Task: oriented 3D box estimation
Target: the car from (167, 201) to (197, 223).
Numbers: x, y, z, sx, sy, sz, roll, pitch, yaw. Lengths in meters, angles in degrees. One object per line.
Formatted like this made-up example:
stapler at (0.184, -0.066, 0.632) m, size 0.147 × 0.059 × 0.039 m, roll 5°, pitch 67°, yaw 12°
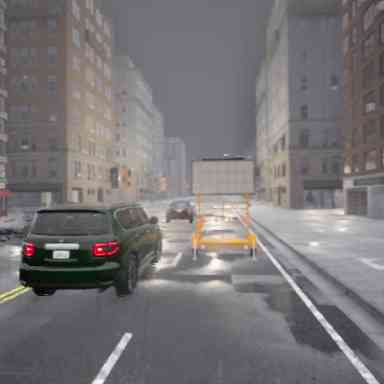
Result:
car at (-0.789, 1.488, 27.074) m, size 2.097 × 1.767 × 4.553 m, roll -1°, pitch 0°, yaw 5°

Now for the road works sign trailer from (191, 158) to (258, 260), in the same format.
road works sign trailer at (1.192, 0.512, 12.669) m, size 2.380 × 3.560 × 2.880 m, roll -1°, pitch 0°, yaw 5°

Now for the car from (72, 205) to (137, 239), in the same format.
car at (-4.872, 1.635, 19.422) m, size 2.128 × 1.511 × 4.902 m, roll -1°, pitch 0°, yaw 5°

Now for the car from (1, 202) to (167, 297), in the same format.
car at (-2.257, 1.288, 8.983) m, size 2.150 × 2.045 × 5.566 m, roll -1°, pitch 0°, yaw 5°
